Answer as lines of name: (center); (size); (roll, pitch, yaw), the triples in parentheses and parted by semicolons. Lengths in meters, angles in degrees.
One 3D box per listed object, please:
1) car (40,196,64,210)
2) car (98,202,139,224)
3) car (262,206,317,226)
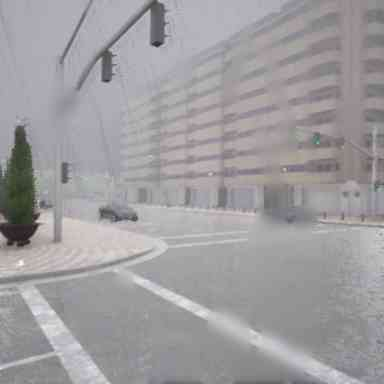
car: (-19.205, 1.566, 45.004); (2.128, 1.511, 4.902); (1, -1, -35)
car: (-5.845, 1.578, 26.007); (1.837, 1.490, 4.892); (1, 0, -35)
car: (7.438, 1.774, 25.562); (1.994, 1.385, 4.181); (1, -1, -35)
